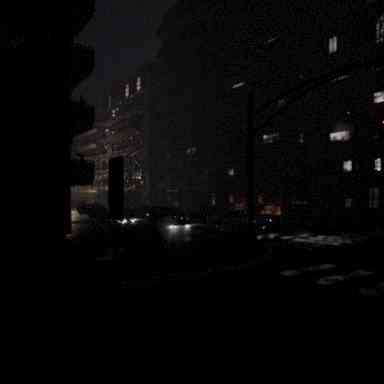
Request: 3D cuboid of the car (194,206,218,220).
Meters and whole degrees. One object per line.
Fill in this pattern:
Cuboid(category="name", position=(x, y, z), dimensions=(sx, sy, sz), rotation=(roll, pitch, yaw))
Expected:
Cuboid(category="car", position=(1.524, 1.977, 30.003), dimensions=(1.812, 1.442, 4.674), rotation=(0, -1, -36))

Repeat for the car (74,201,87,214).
Cuboid(category="car", position=(-14.284, 2.401, 46.346), dimensions=(2.033, 1.411, 5.357), rotation=(0, -1, -36))

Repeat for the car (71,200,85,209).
Cuboid(category="car", position=(-22.899, 2.569, 67.895), dimensions=(2.192, 1.841, 5.009), rotation=(-1, 0, -36))

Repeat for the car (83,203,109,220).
Cuboid(category="car", position=(-9.633, 2.191, 35.450), dimensions=(1.887, 1.381, 4.507), rotation=(-1, 0, -36))

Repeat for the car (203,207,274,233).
Cuboid(category="car", position=(3.143, 1.920, 22.298), dimensions=(1.895, 1.301, 4.718), rotation=(0, -1, -36))

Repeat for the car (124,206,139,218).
Cuboid(category="car", position=(-8.096, 2.229, 37.785), dimensions=(1.994, 1.385, 4.181), rotation=(0, -1, -35))

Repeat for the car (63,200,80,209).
Cuboid(category="car", position=(-26.229, 2.668, 72.477), dimensions=(2.192, 1.841, 5.009), rotation=(-1, 0, -36))

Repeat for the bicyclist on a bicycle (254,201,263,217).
Cuboid(category="bicyclist on a bicycle", position=(6.431, 1.740, 32.616), dimensions=(1.656, 1.620, 0.582), rotation=(0, -1, -36))

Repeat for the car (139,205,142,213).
Cuboid(category="car", position=(-6.245, 2.333, 44.987), dimensions=(1.802, 1.307, 4.206), rotation=(-1, 0, -36))

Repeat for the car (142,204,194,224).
Cuboid(category="car", position=(-2.268, 1.992, 29.746), dimensions=(1.837, 1.490, 4.892), rotation=(0, -1, -36))
